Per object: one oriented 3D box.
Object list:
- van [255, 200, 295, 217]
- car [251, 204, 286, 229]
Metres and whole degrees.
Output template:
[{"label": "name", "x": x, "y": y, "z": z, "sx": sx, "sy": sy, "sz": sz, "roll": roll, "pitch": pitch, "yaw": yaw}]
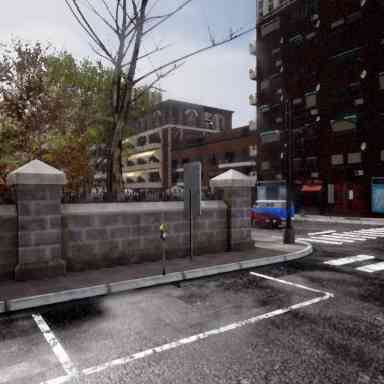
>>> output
[{"label": "van", "x": 7.312, "y": 1.643, "z": 30.184, "sx": 1.690, "sy": 1.788, "sz": 3.998, "roll": -1, "pitch": 0, "yaw": -36}, {"label": "car", "x": 4.459, "y": 1.834, "z": 24.268, "sx": 1.994, "sy": 1.385, "sz": 4.181, "roll": 0, "pitch": -1, "yaw": -36}]
